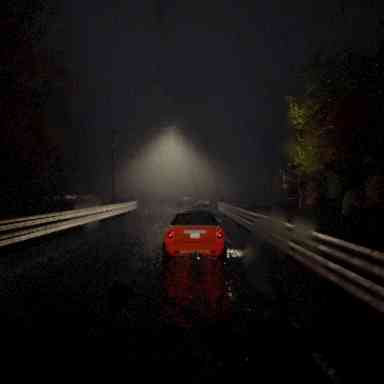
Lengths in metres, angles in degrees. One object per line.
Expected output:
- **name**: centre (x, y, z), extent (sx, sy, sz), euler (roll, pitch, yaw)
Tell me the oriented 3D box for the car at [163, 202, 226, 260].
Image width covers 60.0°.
- **car**: centre (0.097, 1.440, 12.876), extent (2.097, 1.767, 4.553), euler (0, 0, 0)
